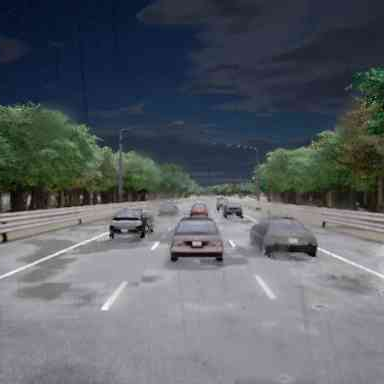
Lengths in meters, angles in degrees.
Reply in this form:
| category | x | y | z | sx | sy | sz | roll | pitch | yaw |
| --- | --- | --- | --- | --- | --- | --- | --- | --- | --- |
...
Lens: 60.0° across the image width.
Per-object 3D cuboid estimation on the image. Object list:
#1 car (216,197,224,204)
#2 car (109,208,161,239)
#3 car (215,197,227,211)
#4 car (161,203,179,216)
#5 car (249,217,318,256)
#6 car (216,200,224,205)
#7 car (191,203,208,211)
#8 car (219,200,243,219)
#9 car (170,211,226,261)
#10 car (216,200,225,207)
| category | x | y | z | sx | sy | sz | roll | pitch | yaw |
| --- | --- | --- | --- | --- | --- | --- | --- | --- | --- |
| car | 7.893 | 2.321 | 92.674 | 2.150 | 2.045 | 5.566 | 0 | -1 | 5 |
| car | -3.212 | 1.674 | 18.509 | 2.128 | 1.511 | 4.902 | 0 | -1 | 1 |
| car | 4.903 | 1.970 | 52.028 | 2.097 | 1.767 | 4.553 | 0 | -1 | 3 |
| car | -2.638 | 1.993 | 38.270 | 1.994 | 1.385 | 4.181 | 0 | -1 | 2 |
| car | 3.611 | 1.706 | 13.765 | 1.994 | 1.385 | 4.181 | 0 | -1 | 1 |
| car | 6.926 | 2.568 | 81.805 | 1.895 | 1.301 | 4.718 | 0 | -1 | 5 |
| car | 0.865 | 1.999 | 38.296 | 1.994 | 1.385 | 4.181 | 0 | -1 | 2 |
| car | 4.117 | 1.893 | 34.211 | 1.837 | 1.490 | 4.892 | 0 | -1 | 2 |
| car | 0.186 | 1.672 | 12.790 | 2.033 | 1.411 | 5.357 | 0 | -1 | 1 |
| car | 6.004 | 2.359 | 69.843 | 1.812 | 1.442 | 4.674 | 0 | -1 | 4 |
